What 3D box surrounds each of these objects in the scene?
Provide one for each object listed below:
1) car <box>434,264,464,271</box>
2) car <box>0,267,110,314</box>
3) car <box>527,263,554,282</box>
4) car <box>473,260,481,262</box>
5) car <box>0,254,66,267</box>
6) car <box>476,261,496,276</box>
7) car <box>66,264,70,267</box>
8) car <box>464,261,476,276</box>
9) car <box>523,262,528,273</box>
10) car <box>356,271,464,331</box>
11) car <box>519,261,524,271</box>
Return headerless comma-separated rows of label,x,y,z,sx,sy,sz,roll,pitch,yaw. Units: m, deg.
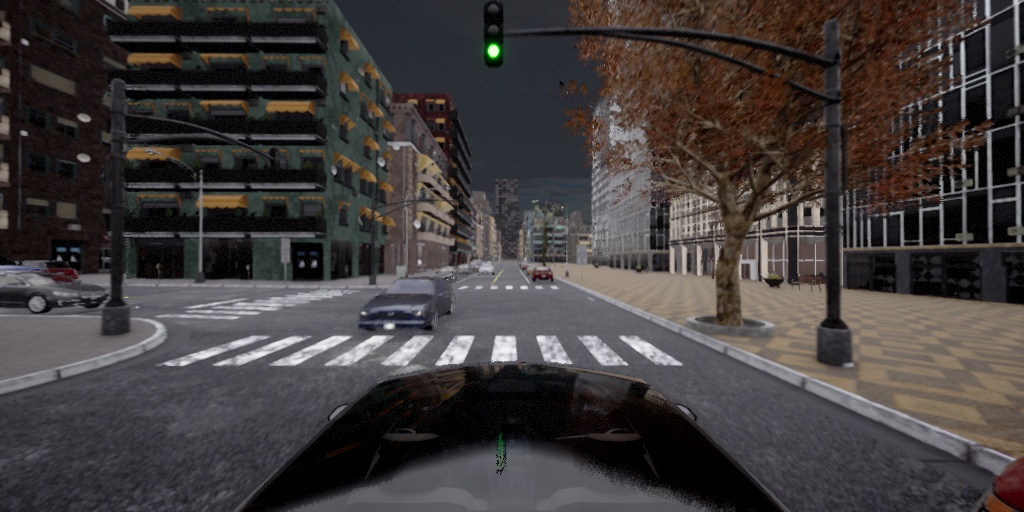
car,-5.751,1.534,31.634,2.007,1.370,4.403,0,0,0
car,-16.456,1.168,12.198,4.403,1.370,2.007,0,0,-1
car,2.629,1.529,31.651,1.888,1.381,4.507,0,0,0
car,-5.796,1.611,53.763,1.967,1.591,4.097,0,0,0
car,-22.601,0.774,14.720,5.566,2.045,2.150,1,0,-1
car,-3.086,1.618,43.866,1.812,1.442,4.674,0,0,0
car,-27.660,0.972,20.443,4.097,1.591,1.967,0,0,-1
car,-5.774,1.626,42.699,2.007,1.370,4.403,0,0,0
car,2.606,1.602,42.886,1.751,1.417,4.829,0,0,0
car,-3.021,1.371,11.498,2.033,1.411,5.357,0,0,0
car,2.572,1.802,59.312,1.802,1.307,4.207,0,0,0
